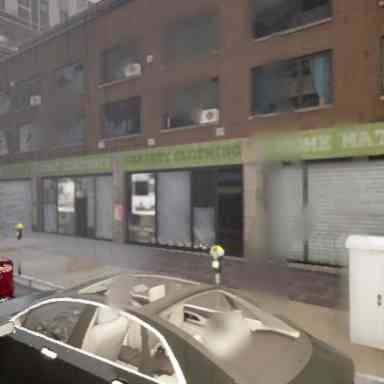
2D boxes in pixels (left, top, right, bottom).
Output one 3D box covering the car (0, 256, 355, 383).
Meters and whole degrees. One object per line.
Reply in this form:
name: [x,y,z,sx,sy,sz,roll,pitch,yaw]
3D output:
car: [-0.713,1.537,3.394,4.403,1.369,2.008,0,-1,35]
